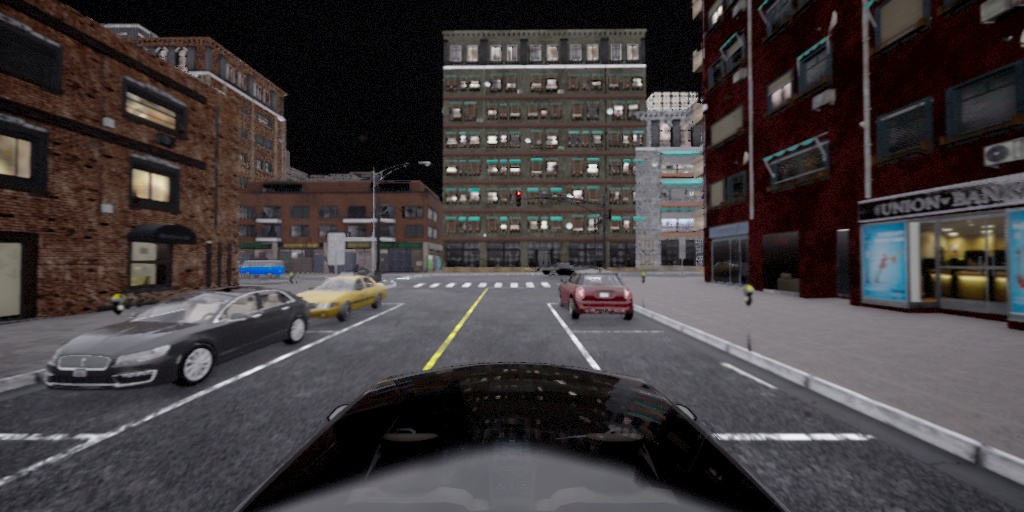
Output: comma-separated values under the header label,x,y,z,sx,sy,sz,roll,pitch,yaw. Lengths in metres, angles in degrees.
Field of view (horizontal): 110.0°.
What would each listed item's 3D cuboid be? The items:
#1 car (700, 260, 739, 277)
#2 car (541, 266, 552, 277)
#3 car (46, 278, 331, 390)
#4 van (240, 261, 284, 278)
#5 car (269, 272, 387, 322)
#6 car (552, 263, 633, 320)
label,x,y,z,sx,sy,sz,roll,pitch,yaw
car,17.653,1.003,28.494,4.829,1.417,1.751,0,0,1
car,4.885,1.236,31.383,4.718,1.301,1.895,-1,-1,1
car,-5.657,1.296,6.872,2.007,1.370,4.403,0,0,0
van,-26.064,1.365,37.508,3.998,1.789,1.690,0,0,1
car,-5.827,1.265,12.389,1.751,1.417,4.829,0,0,0
car,2.738,1.179,12.613,1.967,1.591,4.097,0,0,0
